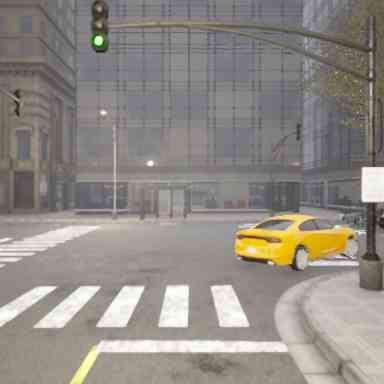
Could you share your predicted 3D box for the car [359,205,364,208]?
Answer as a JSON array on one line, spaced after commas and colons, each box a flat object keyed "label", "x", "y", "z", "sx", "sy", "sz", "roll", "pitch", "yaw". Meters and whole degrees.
[{"label": "car", "x": 12.250, "y": 1.434, "z": 21.954, "sx": 4.902, "sy": 1.511, "sz": 2.128, "roll": 0, "pitch": 0, "yaw": 0}]

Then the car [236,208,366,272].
[{"label": "car", "x": 3.624, "y": 1.498, "z": 11.050, "sx": 5.008, "sy": 1.535, "sz": 1.882, "roll": -1, "pitch": -2, "yaw": -39}]

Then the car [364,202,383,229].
[{"label": "car", "x": 13.142, "y": 1.159, "z": 18.711, "sx": 5.566, "sy": 2.045, "sz": 2.150, "roll": 0, "pitch": 0, "yaw": -1}]
